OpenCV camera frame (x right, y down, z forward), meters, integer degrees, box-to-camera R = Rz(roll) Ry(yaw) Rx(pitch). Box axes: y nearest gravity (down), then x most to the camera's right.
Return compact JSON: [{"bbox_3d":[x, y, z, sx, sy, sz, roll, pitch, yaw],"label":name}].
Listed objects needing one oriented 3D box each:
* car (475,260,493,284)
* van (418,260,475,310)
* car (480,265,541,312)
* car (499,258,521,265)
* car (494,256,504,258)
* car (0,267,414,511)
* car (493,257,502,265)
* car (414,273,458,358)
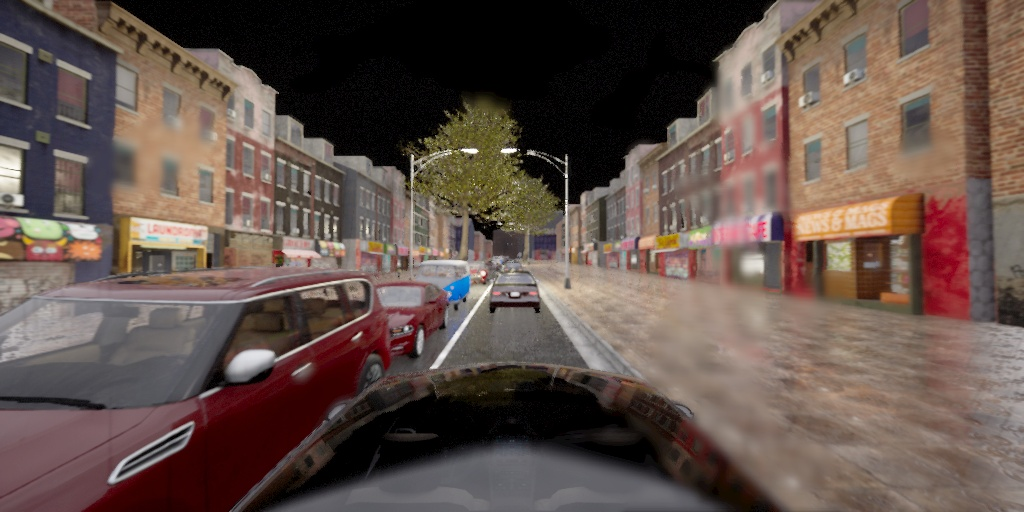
[{"bbox_3d":[-2.628,1.116,25.129,1.967,1.591,4.097,0,0,0],"label":"car"},{"bbox_3d":[-2.632,1.052,14.059,1.690,1.789,3.998,0,0,0],"label":"van"},{"bbox_3d":[0.100,1.259,14.008,2.033,1.411,5.357,0,0,0],"label":"car"},{"bbox_3d":[0.112,1.200,33.367,2.033,1.411,5.357,0,0,0],"label":"car"},{"bbox_3d":[-2.616,1.120,58.169,1.751,1.417,4.829,0,0,0],"label":"car"},{"bbox_3d":[-2.636,1.061,2.988,2.192,1.841,5.009,0,0,0],"label":"car"},{"bbox_3d":[-2.620,1.199,47.269,1.802,1.307,4.207,0,0,0],"label":"car"},{"bbox_3d":[-2.634,1.274,8.523,1.888,1.381,4.507,0,0,0],"label":"car"}]
